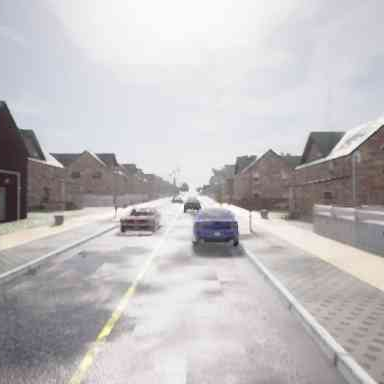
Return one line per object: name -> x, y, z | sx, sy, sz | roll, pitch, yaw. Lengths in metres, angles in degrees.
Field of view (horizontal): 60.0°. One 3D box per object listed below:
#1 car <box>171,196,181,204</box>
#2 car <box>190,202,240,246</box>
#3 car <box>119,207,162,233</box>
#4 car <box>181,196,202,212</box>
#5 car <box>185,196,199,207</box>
car -> -2.778, 1.434, 61.582 | 1.994, 1.385, 4.181 | 0, 0, 1
car -> 0.964, 1.432, 15.067 | 1.882, 1.535, 5.008 | 0, 0, 0
car -> -2.848, 1.544, 19.207 | 1.895, 1.301, 4.718 | 0, 0, 0
car -> 0.034, 1.408, 36.976 | 1.837, 1.490, 4.892 | 0, 0, 0
car -> 0.003, 1.360, 49.920 | 1.882, 1.535, 5.008 | 0, 0, 0
